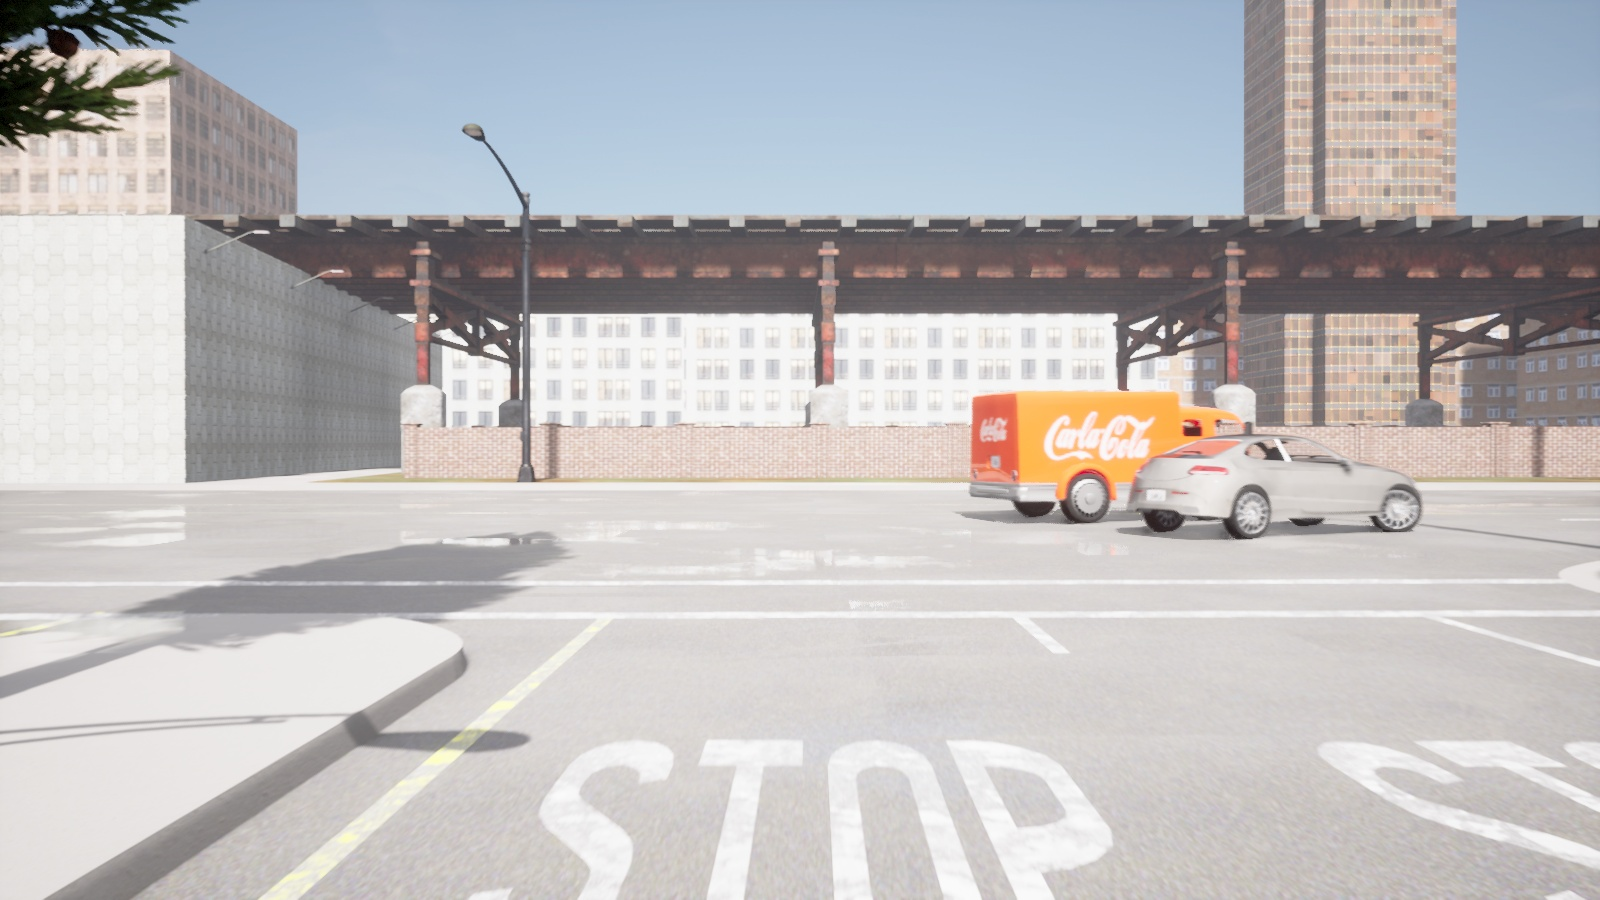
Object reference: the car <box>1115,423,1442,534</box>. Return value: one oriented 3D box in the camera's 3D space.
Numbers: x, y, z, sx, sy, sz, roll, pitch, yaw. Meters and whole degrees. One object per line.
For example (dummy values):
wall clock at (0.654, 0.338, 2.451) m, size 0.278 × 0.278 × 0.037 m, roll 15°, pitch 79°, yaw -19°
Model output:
car at (7.924, 0.415, 20.756) m, size 5.027 × 1.651 × 2.152 m, roll 0°, pitch 0°, yaw -25°

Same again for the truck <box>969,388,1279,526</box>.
truck at (6.204, 0.126, 24.338) m, size 5.204 × 2.467 × 2.627 m, roll 0°, pitch 0°, yaw -14°
